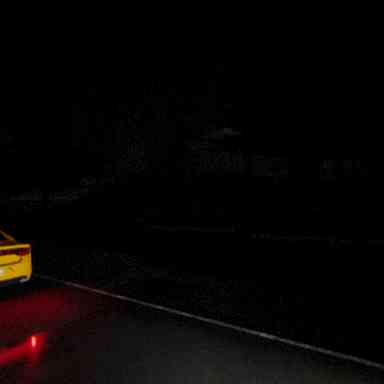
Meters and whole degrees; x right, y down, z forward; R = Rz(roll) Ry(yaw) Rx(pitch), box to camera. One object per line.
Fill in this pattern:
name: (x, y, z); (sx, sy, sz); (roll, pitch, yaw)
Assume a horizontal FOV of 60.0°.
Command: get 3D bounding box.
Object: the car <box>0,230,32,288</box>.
car: (-5.888, 1.450, 8.038); (5.008, 1.535, 1.882); (0, 0, 35)
